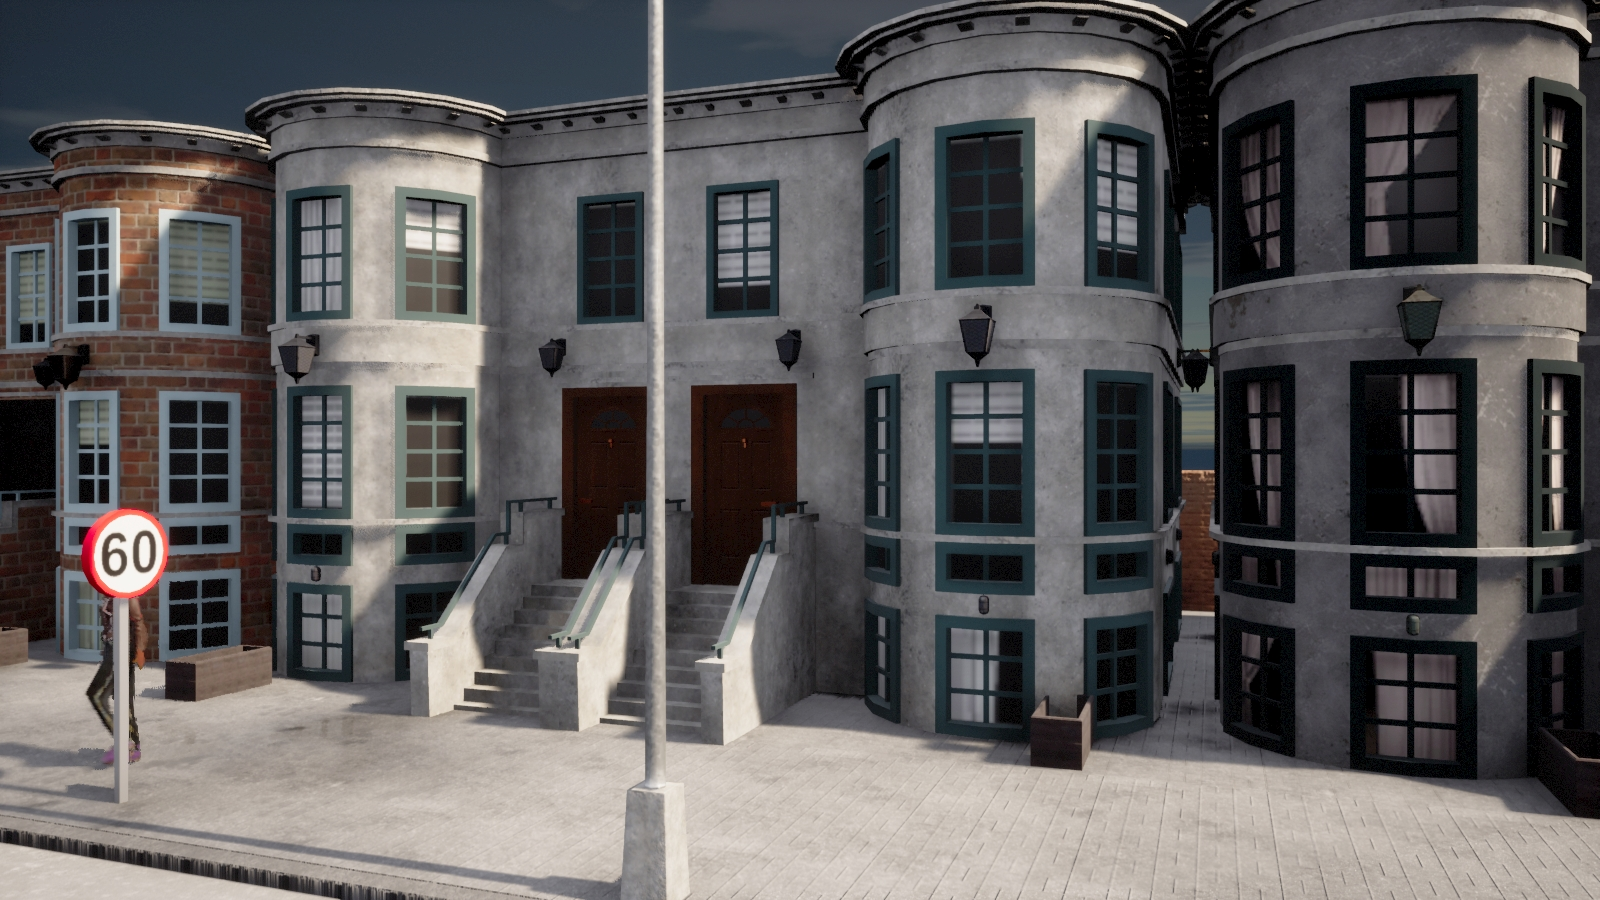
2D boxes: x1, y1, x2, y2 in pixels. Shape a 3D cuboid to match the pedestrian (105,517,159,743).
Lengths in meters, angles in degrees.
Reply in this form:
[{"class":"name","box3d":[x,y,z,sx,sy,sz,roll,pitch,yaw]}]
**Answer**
[{"class":"pedestrian","box3d":[-5.740,1.524,9.819,0.375,1.860,0.375,0,0,-34]}]
